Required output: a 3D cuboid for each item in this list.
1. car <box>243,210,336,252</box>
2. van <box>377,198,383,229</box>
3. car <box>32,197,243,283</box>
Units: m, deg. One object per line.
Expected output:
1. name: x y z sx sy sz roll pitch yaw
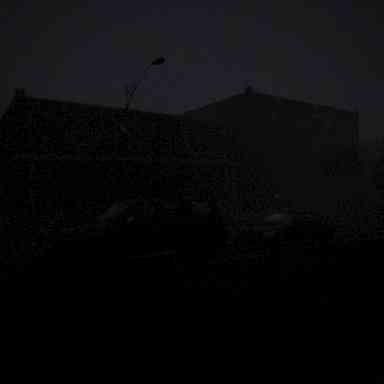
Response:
1. car: 3.988 1.463 13.536 4.674 1.452 2.002 0 0 -35
2. van: 12.909 1.224 19.922 4.442 1.987 1.878 0 0 -33
3. car: -1.498 1.170 9.613 5.566 2.045 2.435 0 0 -35
